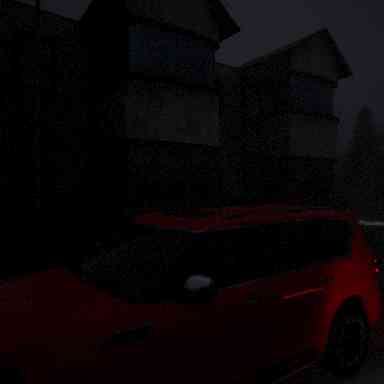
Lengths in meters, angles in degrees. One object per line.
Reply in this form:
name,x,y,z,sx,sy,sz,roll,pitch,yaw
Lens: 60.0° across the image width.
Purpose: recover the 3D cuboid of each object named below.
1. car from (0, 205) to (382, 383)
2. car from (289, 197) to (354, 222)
car,0.083,1.221,4.016,5.566,2.045,2.150,0,0,-35
car,10.482,1.352,27.227,2.097,1.767,4.553,0,0,-35
